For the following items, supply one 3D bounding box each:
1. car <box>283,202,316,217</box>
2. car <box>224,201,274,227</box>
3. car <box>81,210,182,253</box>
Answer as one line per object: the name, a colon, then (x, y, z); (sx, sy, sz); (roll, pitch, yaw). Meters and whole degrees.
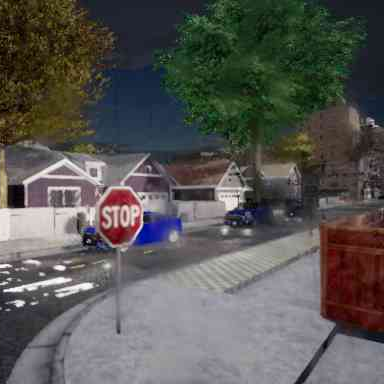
car: (10.773, 1.679, 33.005); (2.033, 1.411, 5.357); (-1, -1, 36)
car: (4.091, 1.472, 23.681); (2.097, 1.767, 4.553); (-1, -1, 36)
car: (-2.446, 1.588, 14.533); (1.882, 1.535, 5.008); (-1, -1, 36)
